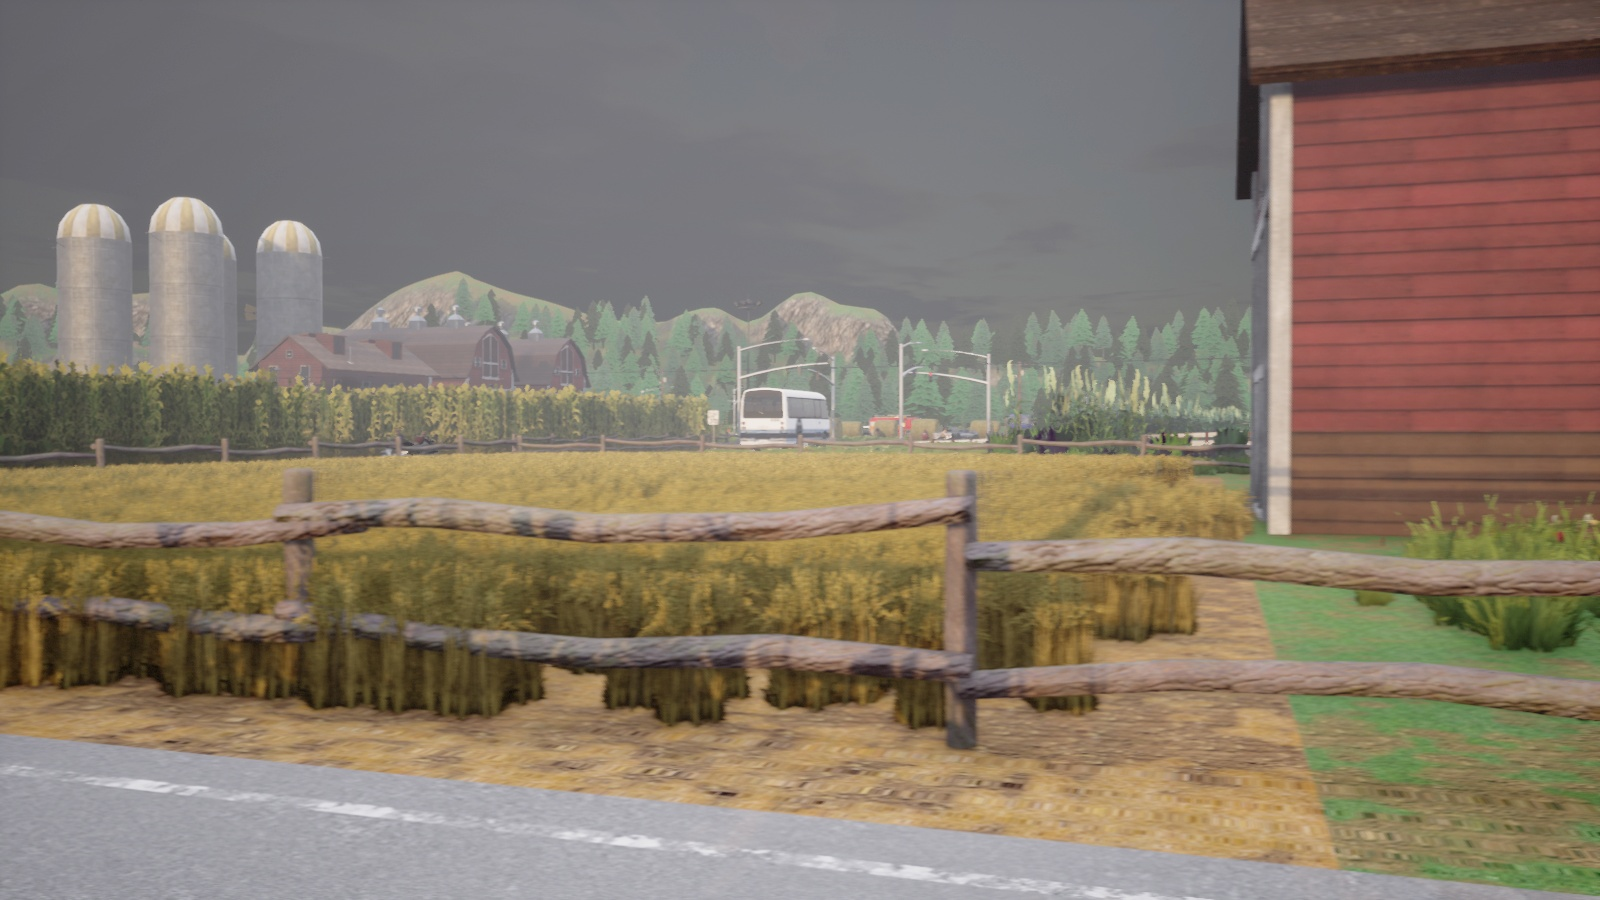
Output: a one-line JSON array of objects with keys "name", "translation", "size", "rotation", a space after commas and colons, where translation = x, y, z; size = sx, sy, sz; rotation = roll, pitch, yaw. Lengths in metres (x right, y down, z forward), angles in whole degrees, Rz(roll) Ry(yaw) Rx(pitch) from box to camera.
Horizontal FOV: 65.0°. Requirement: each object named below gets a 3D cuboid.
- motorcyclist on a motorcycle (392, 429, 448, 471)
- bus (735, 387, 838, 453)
[{"name": "motorcyclist on a motorcycle", "translation": [-14.115, -0.015, 46.729], "size": [0.866, 1.530, 2.191], "rotation": [1, 1, 18]}, {"name": "bus", "translation": [-0.774, -2.016, 86.662], "size": [3.944, 4.253, 10.273], "rotation": [1, 1, 18]}]
